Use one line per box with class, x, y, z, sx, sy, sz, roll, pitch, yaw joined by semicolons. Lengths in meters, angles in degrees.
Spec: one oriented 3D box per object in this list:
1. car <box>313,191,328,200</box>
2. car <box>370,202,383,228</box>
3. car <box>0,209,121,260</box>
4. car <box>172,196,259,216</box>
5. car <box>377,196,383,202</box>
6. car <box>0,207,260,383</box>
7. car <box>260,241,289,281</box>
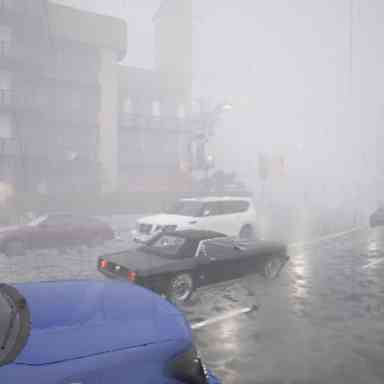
car;34.339;1.210;86.109;2.185;1.767;4.553;0;0;-24
car;12.828;1.555;21.470;1.994;1.385;4.181;0;0;36
car;-5.303;1.514;12.833;4.674;1.442;1.812;0;0;-39
car;0.379;1.212;13.012;5.566;2.045;2.150;0;0;-43
car;25.349;1.335;42.248;2.097;1.767;4.553;0;0;9
car;-2.436;1.221;1.699;5.566;2.045;2.150;0;0;-34
car;0.286;1.595;8.084;4.718;1.301;1.895;0;0;-39
